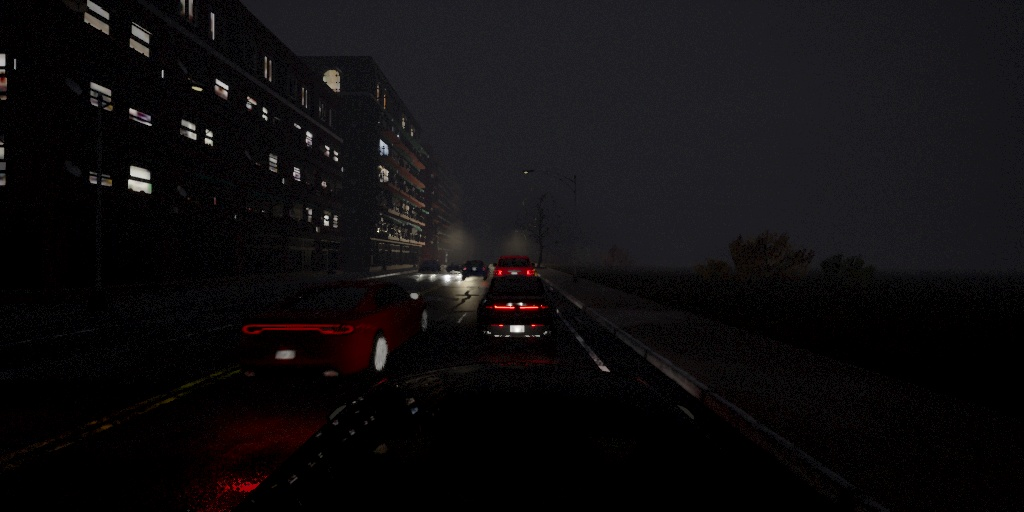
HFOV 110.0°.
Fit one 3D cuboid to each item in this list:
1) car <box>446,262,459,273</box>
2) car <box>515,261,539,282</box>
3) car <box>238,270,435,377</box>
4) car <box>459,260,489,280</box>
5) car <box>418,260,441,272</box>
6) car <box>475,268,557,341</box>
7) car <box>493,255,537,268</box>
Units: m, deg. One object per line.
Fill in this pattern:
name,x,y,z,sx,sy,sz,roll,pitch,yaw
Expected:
car,-6.561,1.354,42.337,1.895,1.301,4.718,0,0,0
car,1.166,1.209,30.585,1.801,1.575,5.366,0,0,0
car,-3.144,1.228,7.453,1.882,1.535,5.008,0,0,0
car,-3.119,1.105,31.546,2.097,1.767,4.553,0,0,-1
car,-9.810,1.231,42.851,1.882,1.535,5.008,0,0,0
car,0.110,1.256,9.831,1.837,1.490,4.892,0,0,0
car,0.118,0.974,20.178,2.150,2.045,5.566,0,0,0
